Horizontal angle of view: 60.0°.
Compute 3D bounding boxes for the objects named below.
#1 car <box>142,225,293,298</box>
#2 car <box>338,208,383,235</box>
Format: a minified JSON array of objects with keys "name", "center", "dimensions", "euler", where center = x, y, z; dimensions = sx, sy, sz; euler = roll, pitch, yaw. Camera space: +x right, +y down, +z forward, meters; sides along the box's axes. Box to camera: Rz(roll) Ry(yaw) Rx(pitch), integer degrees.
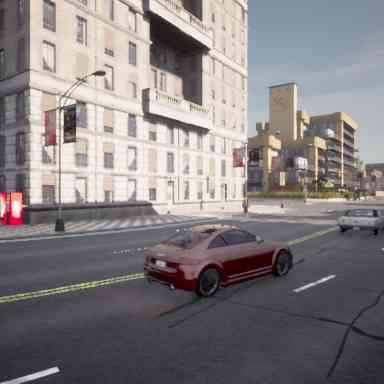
[{"name":"car","center":[0.810,1.558,8.677],"dimensions":[4.181,1.385,1.994],"euler":[0,0,-41]},{"name":"car","center":[9.916,1.592,19.066],"dimensions":[1.895,1.301,4.718],"euler":[0,0,38]}]
